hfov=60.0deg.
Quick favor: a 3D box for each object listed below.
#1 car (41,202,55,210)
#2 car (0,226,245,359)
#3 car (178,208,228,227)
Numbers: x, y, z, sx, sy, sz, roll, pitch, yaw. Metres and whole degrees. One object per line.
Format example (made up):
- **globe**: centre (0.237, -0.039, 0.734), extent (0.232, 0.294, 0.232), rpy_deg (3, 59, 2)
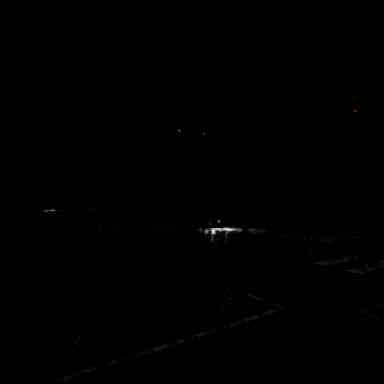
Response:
- **car**: centre (-28.623, 2.766, 66.067), extent (1.882, 1.535, 5.008), rpy_deg (0, -1, -35)
- **car**: centre (-0.934, 1.552, 5.980), extent (4.313, 1.339, 1.947), rpy_deg (0, 0, -35)
- **car**: centre (0.705, 1.864, 24.504), extent (1.994, 1.385, 4.181), rpy_deg (0, -1, -35)
